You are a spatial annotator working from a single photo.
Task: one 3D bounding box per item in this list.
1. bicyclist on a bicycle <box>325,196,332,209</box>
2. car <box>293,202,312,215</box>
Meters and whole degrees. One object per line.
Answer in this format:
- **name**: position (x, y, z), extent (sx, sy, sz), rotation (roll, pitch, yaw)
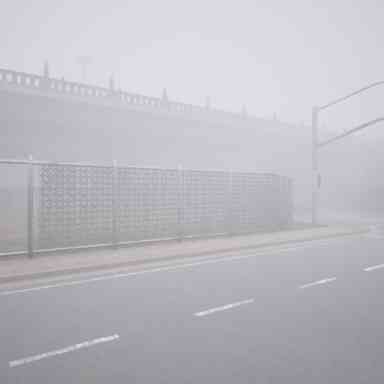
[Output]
- **bicyclist on a bicycle**: position (17.717, 1.376, 43.261), extent (1.656, 1.620, 0.582), rotation (0, 0, -36)
- **car**: position (10.421, 1.671, 34.584), extent (1.895, 1.301, 4.718), rotation (0, 0, -36)
